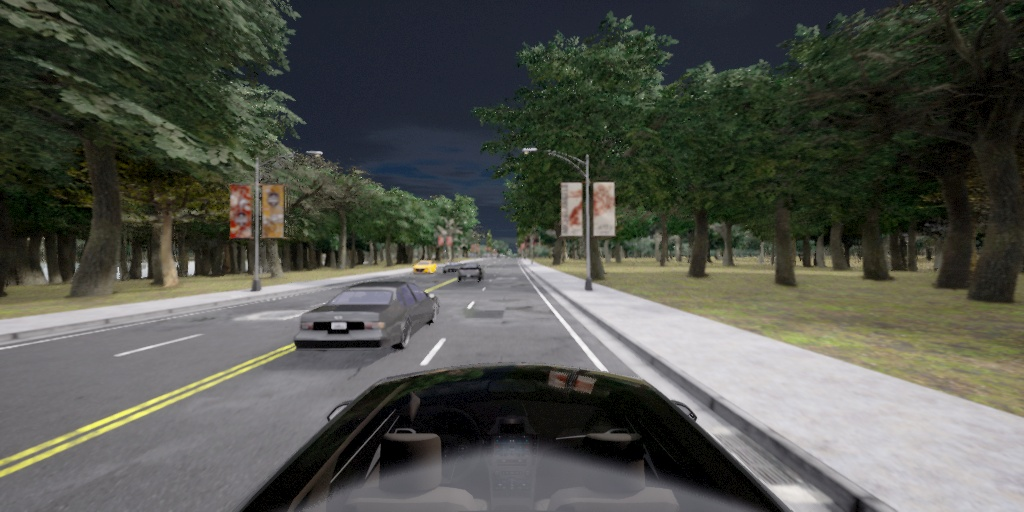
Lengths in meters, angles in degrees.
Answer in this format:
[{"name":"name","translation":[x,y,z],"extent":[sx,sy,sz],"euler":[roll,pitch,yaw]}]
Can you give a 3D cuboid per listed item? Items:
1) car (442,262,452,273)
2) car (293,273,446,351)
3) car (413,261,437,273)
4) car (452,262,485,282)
[{"name":"car","translation":[-6.685,1.359,41.200],"extent":[1.994,1.385,4.181],"euler":[0,0,0]},{"name":"car","translation":[-3.193,1.335,9.089],"extent":[2.033,1.411,5.357],"euler":[0,0,0]},{"name":"car","translation":[-9.934,1.289,41.149],"extent":[1.882,1.535,5.008],"euler":[0,0,0]},{"name":"car","translation":[-3.296,1.295,29.540],"extent":[2.128,1.511,4.902],"euler":[0,0,0]}]
